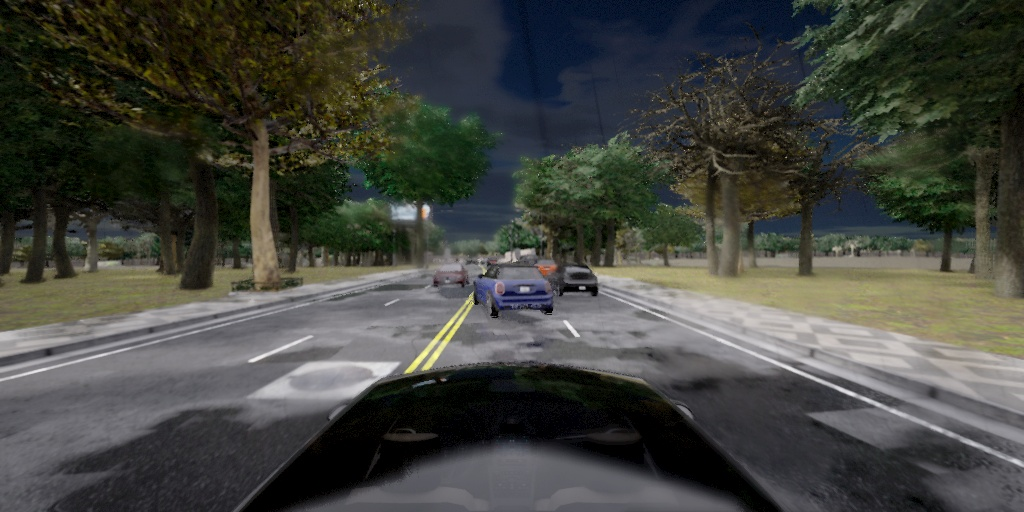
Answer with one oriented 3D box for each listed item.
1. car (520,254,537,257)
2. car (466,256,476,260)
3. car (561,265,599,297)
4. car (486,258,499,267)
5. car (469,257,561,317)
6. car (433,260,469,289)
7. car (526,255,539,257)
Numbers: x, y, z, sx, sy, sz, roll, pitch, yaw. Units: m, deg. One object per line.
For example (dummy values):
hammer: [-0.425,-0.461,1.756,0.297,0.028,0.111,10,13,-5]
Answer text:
car: [1.799,0.840,40.559,2.150,2.045,5.566,0,0,-7]
car: [-7.128,0.817,64.414,2.097,1.767,4.553,0,0,-7]
car: [3.046,1.172,18.331,1.837,1.490,4.892,0,0,-2]
car: [-3.401,1.145,61.269,1.837,1.490,4.892,0,0,-7]
car: [-0.114,1.043,13.150,2.097,1.767,4.553,0,0,-14]
car: [-3.738,1.183,22.621,1.812,1.442,4.674,0,0,-2]
car: [2.591,0.987,29.409,2.097,1.767,4.553,0,0,-3]
